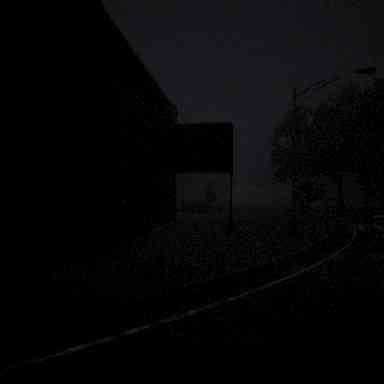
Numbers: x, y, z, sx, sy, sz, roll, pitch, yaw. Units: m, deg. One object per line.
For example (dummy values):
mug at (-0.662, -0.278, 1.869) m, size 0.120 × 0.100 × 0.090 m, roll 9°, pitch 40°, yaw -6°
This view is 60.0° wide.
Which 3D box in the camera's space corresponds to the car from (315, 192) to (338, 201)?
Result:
car at (36.374, 1.470, 88.406) m, size 5.008 × 1.535 × 2.097 m, roll 0°, pitch 4°, yaw -12°

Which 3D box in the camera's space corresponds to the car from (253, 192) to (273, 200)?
car at (19.331, 1.402, 88.712) m, size 4.674 × 1.452 × 2.002 m, roll -1°, pitch 3°, yaw -14°

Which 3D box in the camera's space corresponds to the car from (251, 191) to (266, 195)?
car at (19.684, 1.203, 91.647) m, size 4.792 × 1.488 × 2.163 m, roll -1°, pitch 3°, yaw -14°
